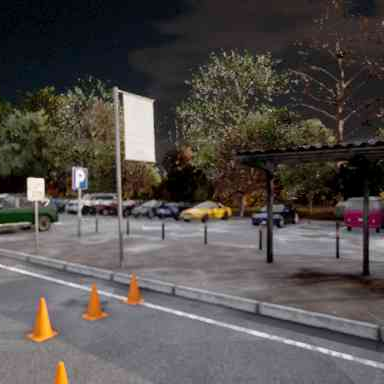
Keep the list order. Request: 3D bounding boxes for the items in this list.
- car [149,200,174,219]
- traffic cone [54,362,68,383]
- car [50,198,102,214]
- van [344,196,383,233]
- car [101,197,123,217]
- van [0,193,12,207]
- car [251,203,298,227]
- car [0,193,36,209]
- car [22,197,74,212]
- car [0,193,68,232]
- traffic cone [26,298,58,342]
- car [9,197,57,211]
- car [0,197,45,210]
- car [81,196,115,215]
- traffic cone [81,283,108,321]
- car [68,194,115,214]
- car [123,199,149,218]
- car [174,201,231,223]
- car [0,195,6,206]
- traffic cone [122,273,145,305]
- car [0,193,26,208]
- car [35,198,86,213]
[{"bbox_3d":[-0.976,1.497,27.746,2.163,1.488,4.792,0,0,35],"label":"car"},{"bbox_3d":[-1.279,1.956,3.240,0.340,0.580,0.340,0,0,35],"label":"traffic cone"},{"bbox_3d":[-12.361,1.446,35.679,2.231,1.521,4.892,0,0,35],"label":"car"},{"bbox_3d":[10.441,1.264,19.855,1.878,1.987,4.442,0,0,35],"label":"van"},{"bbox_3d":[-5.535,1.458,30.911,2.097,1.535,5.008,0,0,35],"label":"car"},{"bbox_3d":[-28.209,1.108,46.931,1.878,1.987,4.442,1,0,35],"label":"van"},{"bbox_3d":[5.811,1.510,22.920,2.163,1.488,4.792,0,0,35],"label":"car"},{"bbox_3d":[-23.745,1.130,43.626,2.435,2.045,5.566,0,0,35],"label":"car"},{"bbox_3d":[-16.802,1.426,39.023,1.946,1.575,5.366,0,0,35],"label":"car"},{"bbox_3d":[-10.073,1.212,18.079,2.435,2.045,5.566,0,0,35],"label":"car"},{"bbox_3d":[-2.342,1.955,5.207,0.340,0.580,0.340,0,0,35],"label":"traffic cone"},{"bbox_3d":[-19.195,1.449,40.438,2.163,1.488,4.792,0,0,35],"label":"car"},{"bbox_3d":[-21.441,1.430,42.082,2.163,1.488,4.792,0,0,35],"label":"car"},{"bbox_3d":[-7.809,1.454,32.504,2.097,1.535,5.008,0,0,35],"label":"car"},{"bbox_3d":[-1.768,1.955,6.024,0.340,0.580,0.340,0,0,35],"label":"traffic cone"},{"bbox_3d":[-10.102,1.198,34.069,2.435,2.045,5.566,0,0,35],"label":"car"},{"bbox_3d":[-3.261,1.464,29.319,2.231,1.521,4.892,0,0,35],"label":"car"},{"bbox_3d":[1.174,1.469,25.978,1.946,1.575,5.366,0,0,35],"label":"car"},{"bbox_3d":[-30.443,1.305,48.581,1.946,1.575,5.366,1,0,35],"label":"car"},{"bbox_3d":[-1.194,1.956,6.841,0.340,0.580,0.340,0,0,35],"label":"traffic cone"},{"bbox_3d":[-25.986,1.109,45.266,2.435,2.045,5.566,1,0,35],"label":"car"},{"bbox_3d":[-14.636,1.438,37.274,2.097,1.535,5.008,0,0,35],"label":"car"}]
